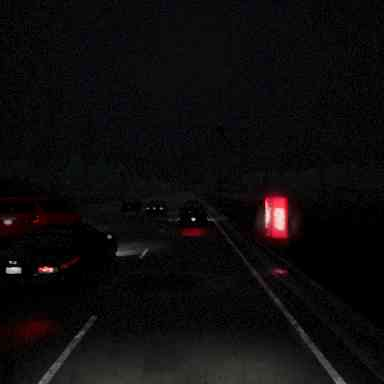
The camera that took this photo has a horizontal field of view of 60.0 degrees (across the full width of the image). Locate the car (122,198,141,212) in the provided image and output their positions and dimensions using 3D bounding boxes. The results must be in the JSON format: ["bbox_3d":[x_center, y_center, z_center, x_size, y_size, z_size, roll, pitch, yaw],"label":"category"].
[{"bbox_3d":[-6.913,1.479,38.918,1.882,1.535,5.008,0,0,0],"label":"car"}]

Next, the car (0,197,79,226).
[{"bbox_3d":[-6.905,1.223,15.219,2.150,2.045,5.566,0,0,0],"label":"car"}]

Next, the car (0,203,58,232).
[{"bbox_3d":[-10.407,1.528,21.237,1.812,1.442,4.674,0,0,0],"label":"car"}]

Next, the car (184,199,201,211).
[{"bbox_3d":[0.086,1.563,42.175,1.994,1.385,4.181,0,0,0],"label":"car"}]

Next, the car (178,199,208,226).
[{"bbox_3d":[0.093,1.504,23.733,1.837,1.490,4.892,0,0,0],"label":"car"}]

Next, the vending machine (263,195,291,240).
[{"bbox_3d":[4.063,1.194,15.961,1.100,2.100,0.880,0,0,0],"label":"vending machine"}]

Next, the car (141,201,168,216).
[{"bbox_3d":[-3.412,1.548,32.835,2.033,1.411,5.357,0,0,0],"label":"car"}]

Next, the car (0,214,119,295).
[{"bbox_3d":[-3.401,1.548,8.869,2.033,1.411,5.357,0,0,0],"label":"car"}]
